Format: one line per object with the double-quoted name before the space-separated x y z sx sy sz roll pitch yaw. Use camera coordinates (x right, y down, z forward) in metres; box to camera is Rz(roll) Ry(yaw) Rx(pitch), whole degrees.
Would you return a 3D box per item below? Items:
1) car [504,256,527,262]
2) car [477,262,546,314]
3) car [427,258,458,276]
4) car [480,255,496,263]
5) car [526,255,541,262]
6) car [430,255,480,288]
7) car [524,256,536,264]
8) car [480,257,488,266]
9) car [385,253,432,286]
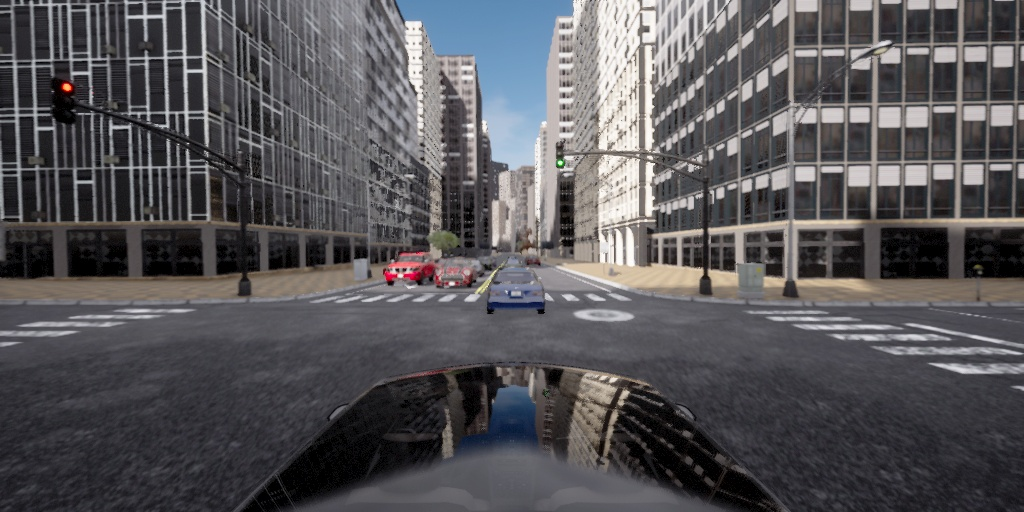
"car" 0.096 0.998 34.912 1.994 1.385 4.181 -1 0 0
"car" 0.114 1.092 12.567 2.033 1.411 5.357 0 0 0
"car" -6.565 0.980 34.337 1.882 1.535 5.008 -1 0 1
"car" -3.262 0.775 40.786 2.097 1.767 4.553 -1 0 0
"car" 3.245 0.608 54.819 2.097 1.767 4.553 -1 0 0
"car" -3.322 0.913 21.838 2.097 1.767 4.553 -1 0 -1
"car" 3.248 0.684 64.727 1.837 1.490 4.892 -1 0 0
"car" -3.337 1.024 30.684 1.812 1.442 4.674 -1 0 0
"car" -6.598 0.799 23.991 2.150 2.045 5.566 -1 0 0
